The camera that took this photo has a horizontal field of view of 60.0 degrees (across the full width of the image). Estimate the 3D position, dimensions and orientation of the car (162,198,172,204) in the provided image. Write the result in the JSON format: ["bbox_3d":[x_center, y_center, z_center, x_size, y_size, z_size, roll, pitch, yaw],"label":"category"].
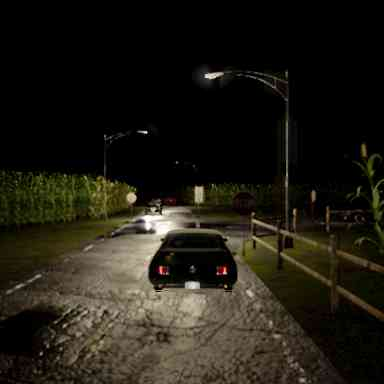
[{"bbox_3d":[-5.904,2.123,77.954,1.994,1.385,4.181,0,0,-9],"label":"car"}]

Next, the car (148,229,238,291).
[{"bbox_3d":[0.051,1.658,9.098,1.895,1.301,4.718,0,0,1],"label":"car"}]

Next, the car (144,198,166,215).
[{"bbox_3d":[-4.304,1.747,37.720,2.128,1.511,4.902,0,0,-4],"label":"car"}]

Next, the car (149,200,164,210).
[{"bbox_3d":[-5.290,1.890,49.576,2.033,1.411,5.357,0,0,-5],"label":"car"}]

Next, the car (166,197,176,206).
[{"bbox_3d":[-4.438,1.839,67.987,2.097,1.767,4.553,0,0,-8],"label":"car"}]

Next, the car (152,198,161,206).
[{"bbox_3d":[-7.301,1.968,68.150,1.882,1.535,5.008,0,-1,-7],"label":"car"}]

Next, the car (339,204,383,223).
[{"bbox_3d":[13.138,1.516,23.763,4.718,1.301,1.895,-1,0,3],"label":"car"}]
